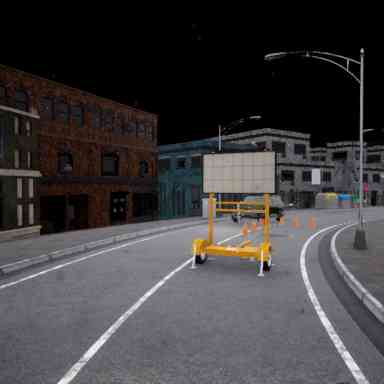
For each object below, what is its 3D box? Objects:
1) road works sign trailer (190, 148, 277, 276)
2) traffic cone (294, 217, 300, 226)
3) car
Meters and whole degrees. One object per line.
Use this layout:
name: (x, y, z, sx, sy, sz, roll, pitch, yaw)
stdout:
road works sign trailer: (1.519, 0.461, 10.603, 2.380, 3.560, 2.880, 0, 0, 24)
traffic cone: (7.055, 1.969, 22.280, 0.340, 0.580, 0.340, 1, 0, 24)
car: (4.889, 1.187, 24.172, 2.150, 2.045, 5.566, -1, -2, 35)
